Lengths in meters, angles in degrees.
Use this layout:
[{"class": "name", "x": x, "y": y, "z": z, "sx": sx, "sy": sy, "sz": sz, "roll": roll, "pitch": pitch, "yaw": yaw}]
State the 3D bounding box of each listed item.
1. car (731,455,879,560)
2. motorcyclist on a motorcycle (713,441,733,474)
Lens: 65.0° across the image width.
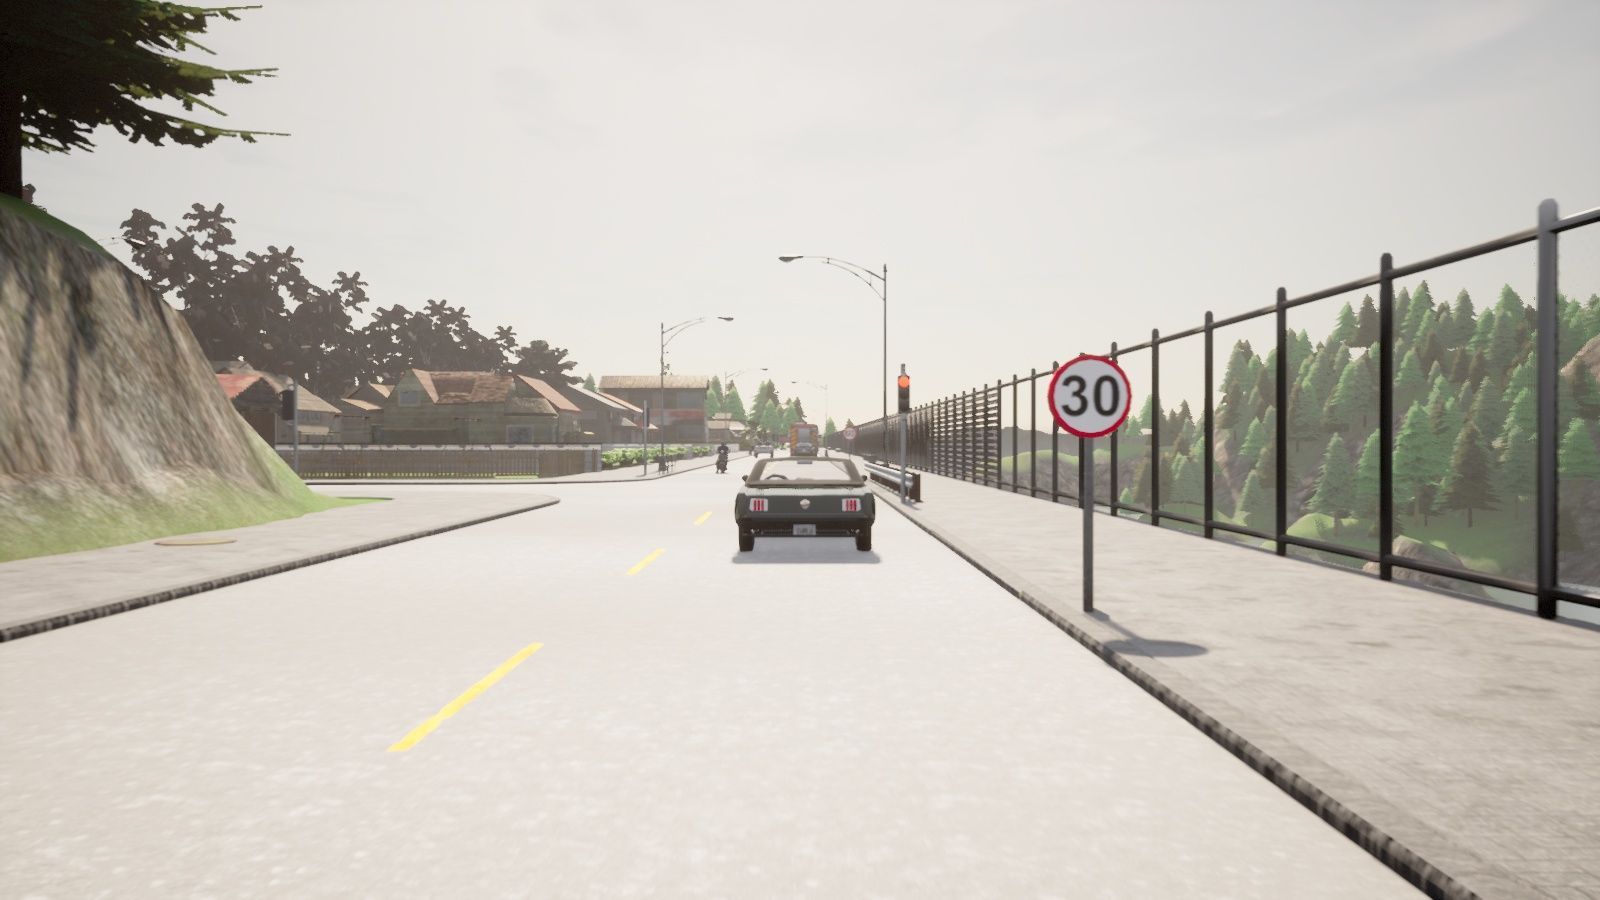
[{"class": "car", "x": 0.074, "y": 0.743, "z": 18.469, "sx": 1.895, "sy": 1.301, "sz": 4.718, "roll": 0, "pitch": 0, "yaw": 0}, {"class": "motorcyclist on a motorcycle", "x": -3.784, "y": 0.349, "z": 61.760, "sx": 0.866, "sy": 1.590, "sz": 1.817, "roll": 0, "pitch": 0, "yaw": 0}]
